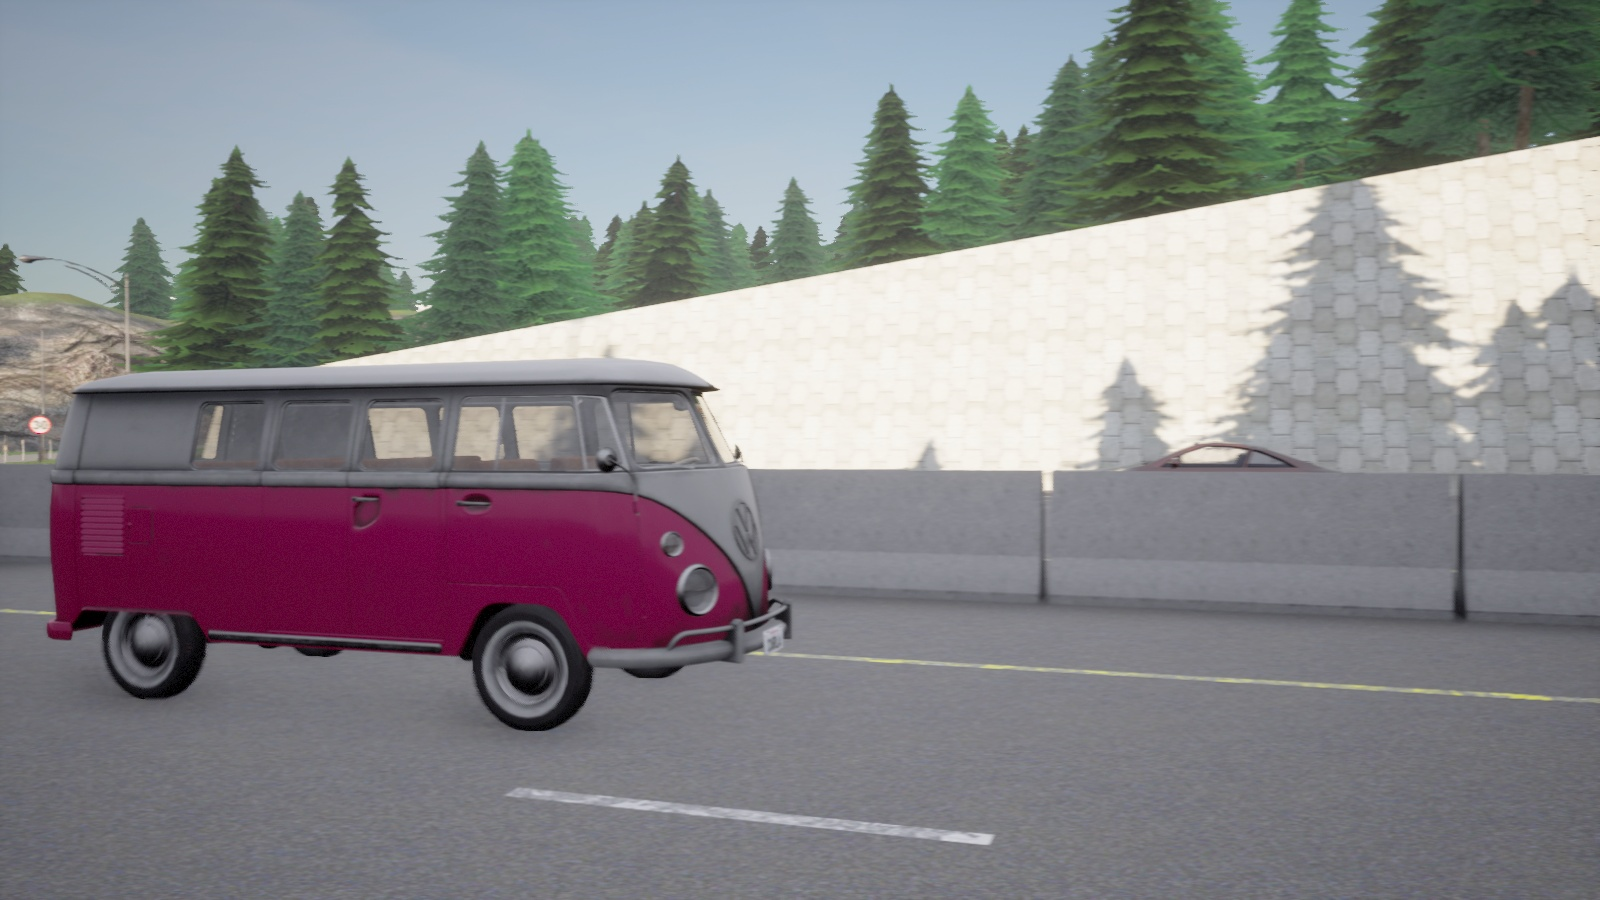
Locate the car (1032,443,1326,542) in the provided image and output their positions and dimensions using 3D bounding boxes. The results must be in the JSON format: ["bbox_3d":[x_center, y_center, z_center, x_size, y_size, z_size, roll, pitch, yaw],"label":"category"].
[{"bbox_3d":[5.890,0.598,19.675,4.181,1.385,1.994,0,1,19],"label":"car"}]

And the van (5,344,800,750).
[{"bbox_3d":[-2.388,0.449,7.685,4.442,1.987,1.775,0,1,19],"label":"van"}]
